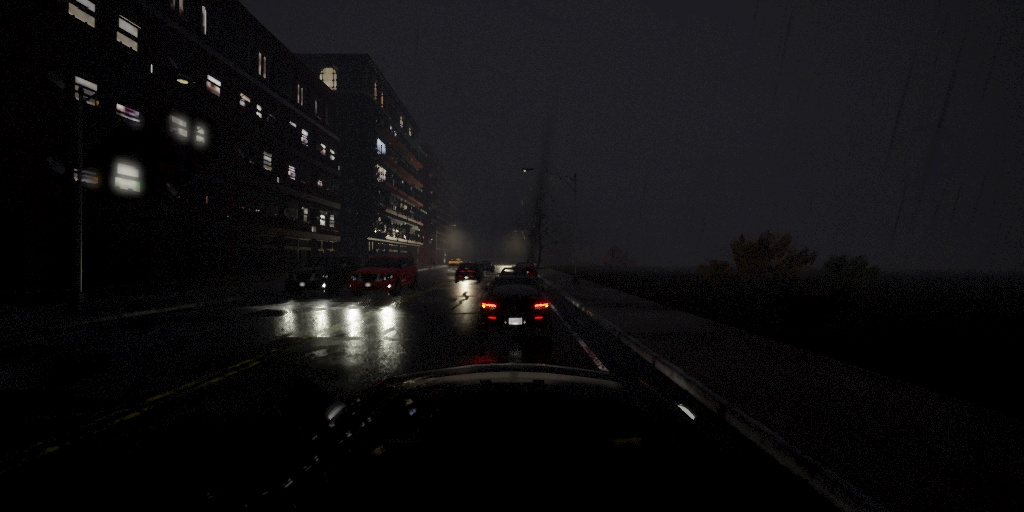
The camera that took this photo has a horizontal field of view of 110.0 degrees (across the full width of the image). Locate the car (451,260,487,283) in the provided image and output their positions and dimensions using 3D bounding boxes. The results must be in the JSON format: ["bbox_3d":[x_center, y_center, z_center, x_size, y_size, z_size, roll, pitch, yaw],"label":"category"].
[{"bbox_3d":[-3.213,1.258,27.649,1.837,1.490,4.892,0,0,0],"label":"car"}]

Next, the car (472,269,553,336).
[{"bbox_3d":[0.072,1.277,10.239,1.812,1.442,4.674,0,0,0],"label":"car"}]

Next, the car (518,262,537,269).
[{"bbox_3d":[1.071,1.231,29.935,1.882,1.535,5.008,0,0,0],"label":"car"}]

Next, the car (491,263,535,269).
[{"bbox_3d":[0.057,1.317,20.407,1.994,1.385,4.181,0,0,0],"label":"car"}]

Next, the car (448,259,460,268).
[{"bbox_3d":[-9.956,1.228,62.885,1.882,1.535,5.008,0,0,0],"label":"car"}]

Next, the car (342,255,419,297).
[{"bbox_3d":[-6.642,0.974,19.282,2.150,2.045,5.566,0,0,0],"label":"car"}]

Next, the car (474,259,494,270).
[{"bbox_3d":[-3.247,1.317,44.762,1.994,1.385,4.181,0,0,0],"label":"car"}]

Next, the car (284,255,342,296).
[{"bbox_3d":[-9.893,0.974,19.660,2.150,2.045,5.566,0,0,0],"label":"car"}]
